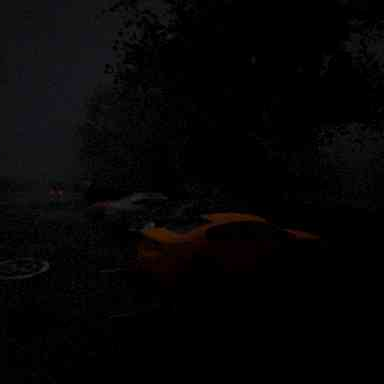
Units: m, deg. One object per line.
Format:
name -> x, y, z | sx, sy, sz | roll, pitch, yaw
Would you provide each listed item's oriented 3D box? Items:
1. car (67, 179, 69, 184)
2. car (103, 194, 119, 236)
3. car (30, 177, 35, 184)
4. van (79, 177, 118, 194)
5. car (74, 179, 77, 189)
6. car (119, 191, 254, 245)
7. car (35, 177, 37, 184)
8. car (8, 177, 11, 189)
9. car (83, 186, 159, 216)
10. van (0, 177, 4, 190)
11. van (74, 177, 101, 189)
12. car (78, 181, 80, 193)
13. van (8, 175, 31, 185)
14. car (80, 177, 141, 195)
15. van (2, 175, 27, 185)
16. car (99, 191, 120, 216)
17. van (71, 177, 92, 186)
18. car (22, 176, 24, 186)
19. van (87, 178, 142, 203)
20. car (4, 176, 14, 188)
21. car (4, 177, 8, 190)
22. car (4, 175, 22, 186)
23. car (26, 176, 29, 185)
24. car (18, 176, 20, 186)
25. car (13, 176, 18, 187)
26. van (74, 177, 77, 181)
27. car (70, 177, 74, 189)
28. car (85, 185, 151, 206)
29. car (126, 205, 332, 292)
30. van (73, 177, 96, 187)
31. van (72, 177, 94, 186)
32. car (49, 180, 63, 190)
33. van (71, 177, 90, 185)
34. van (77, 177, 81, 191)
car -> -21.880, -2.058, 67.490 | 5.566, 2.045, 2.435 | 1, 2, -21
car -> -0.822, 1.012, 13.225 | 4.792, 1.488, 2.163 | 1, 3, -21
car -> -37.032, -2.567, 70.535 | 5.566, 2.045, 2.435 | 1, 2, -21
van -> -11.686, -0.786, 41.628 | 4.442, 1.987, 1.878 | 1, 2, -21
car -> -10.794, -0.438, 39.017 | 5.008, 1.535, 2.097 | 1, 2, -21
car -> 0.195, 0.999, 10.777 | 4.553, 1.767, 2.185 | 1, 3, -21
car -> -41.105, -2.620, 80.854 | 4.792, 1.488, 2.163 | 1, 1, -21
car -> -26.053, -0.920, 42.085 | 4.792, 1.488, 2.163 | 1, 2, -21
car -> -2.968, 0.682, 18.324 | 5.366, 1.575, 1.946 | 1, 3, -21
van -> -23.903, -0.925, 36.958 | 4.442, 1.987, 1.878 | 1, 2, -21
van -> -18.742, -1.659, 59.805 | 4.442, 1.987, 1.878 | 1, 2, -21
car -> -8.771, -0.151, 33.870 | 4.792, 1.488, 2.163 | 1, 2, -21
van -> -39.171, -2.716, 75.642 | 4.442, 1.987, 1.878 | 1, 1, -21
car -> -4.762, 0.140, 23.547 | 5.566, 2.045, 2.435 | 1, 3, -21
van -> -36.164, -2.418, 67.898 | 4.442, 1.987, 1.878 | 1, 2, -21
car -> -1.798, 0.875, 15.814 | 4.674, 1.452, 2.002 | 1, 3, -21
van -> -24.971, -2.406, 75.206 | 4.442, 1.987, 1.878 | 1, 2, -21
car -> -31.216, -1.575, 54.955 | 5.366, 1.575, 1.946 | 1, 2, -21
van -> -6.727, -0.133, 28.853 | 4.442, 1.987, 1.878 | 1, 3, -21
car -> -27.056, -1.044, 44.671 | 4.792, 1.488, 2.163 | 1, 2, -21
car -> -25.049, -0.796, 39.500 | 4.792, 1.488, 2.163 | 1, 2, -21
car -> -30.045, -1.445, 52.434 | 4.892, 1.521, 2.231 | 1, 2, -21
car -> -34.059, -1.943, 62.776 | 5.008, 1.535, 2.097 | 1, 2, -21
car -> -29.030, -1.321, 49.853 | 4.892, 1.521, 2.231 | 1, 2, -21
car -> -28.205, -1.203, 47.199 | 5.366, 1.575, 1.946 | 1, 2, -21
van -> -12.905, -0.912, 44.124 | 4.442, 1.987, 1.878 | 1, 2, -21
car -> -13.823, -1.061, 46.734 | 5.566, 2.045, 2.435 | 1, 2, -21
car -> -5.824, 0.272, 26.118 | 4.792, 1.488, 2.163 | 1, 3, -21
car -> 1.159, 1.272, 8.189 | 5.008, 1.535, 2.097 | 1, 3, -21
van -> -22.747, -2.155, 70.124 | 4.442, 1.987, 1.878 | 1, 2, -21
van -> -23.704, -2.273, 72.587 | 4.442, 1.987, 1.878 | 1, 2, -21
car -> -19.986, -1.045, 49.034 | 2.128, 1.511, 4.902 | 1, 2, -22
van -> -28.708, -2.732, 85.476 | 4.442, 1.987, 1.878 | 1, 1, -21
van -> -9.887, -0.537, 36.373 | 4.442, 1.987, 1.878 | 1, 2, -22
